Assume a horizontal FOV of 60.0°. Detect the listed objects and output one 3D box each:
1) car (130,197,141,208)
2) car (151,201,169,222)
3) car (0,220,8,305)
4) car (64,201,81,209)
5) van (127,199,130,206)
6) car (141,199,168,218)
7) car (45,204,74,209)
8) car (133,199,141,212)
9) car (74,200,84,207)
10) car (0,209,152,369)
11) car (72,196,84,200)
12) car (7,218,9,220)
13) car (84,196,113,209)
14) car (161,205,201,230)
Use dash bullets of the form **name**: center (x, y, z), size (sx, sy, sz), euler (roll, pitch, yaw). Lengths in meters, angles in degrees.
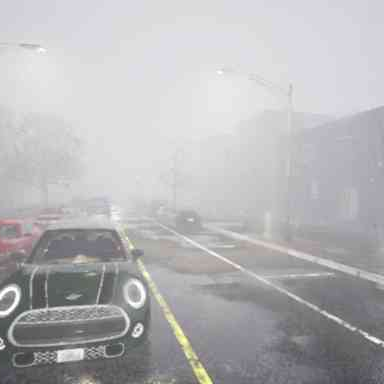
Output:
- **car**: center (-7.894, 1.909, 49.986), size (1.752, 1.417, 4.829), euler (1, 0, -15)
- **car**: center (-2.107, 1.793, 28.560), size (1.752, 1.417, 4.829), euler (1, 0, -15)
- **car**: center (-4.366, 1.407, 4.786), size (1.967, 1.590, 4.097), euler (1, -1, -15)
- **car**: center (-10.153, 1.634, 26.210), size (2.008, 1.369, 4.403), euler (1, -1, -15)
- **van**: center (-9.295, 1.753, 55.180), size (1.690, 1.788, 3.998), euler (1, 0, -15)
- **car**: center (-3.508, 1.611, 33.755), size (2.192, 1.841, 5.009), euler (1, 0, -15)
- **car**: center (-8.706, 1.636, 20.854), size (1.802, 1.307, 4.206), euler (1, -1, -15)
- **car**: center (-6.404, 1.936, 44.465), size (1.802, 1.307, 4.206), euler (1, 0, -15)
- **car**: center (-11.600, 1.694, 31.567), size (1.802, 1.307, 4.206), euler (1, -1, -15)
- **car**: center (-2.047, 1.379, 6.166), size (2.097, 1.767, 4.553), euler (1, -1, -16)
- **car**: center (-15.936, 1.514, 47.638), size (2.192, 1.841, 5.009), euler (1, 0, -15)
- **car**: center (-5.813, 1.540, 10.142), size (1.887, 1.381, 4.507), euler (1, -1, -15)
- **car**: center (-8.961, 1.391, 32.152), size (2.150, 2.045, 5.566), euler (1, -1, -15)
- **car**: center (-0.618, 1.804, 23.040), size (1.947, 1.339, 4.313), euler (1, 0, -15)
